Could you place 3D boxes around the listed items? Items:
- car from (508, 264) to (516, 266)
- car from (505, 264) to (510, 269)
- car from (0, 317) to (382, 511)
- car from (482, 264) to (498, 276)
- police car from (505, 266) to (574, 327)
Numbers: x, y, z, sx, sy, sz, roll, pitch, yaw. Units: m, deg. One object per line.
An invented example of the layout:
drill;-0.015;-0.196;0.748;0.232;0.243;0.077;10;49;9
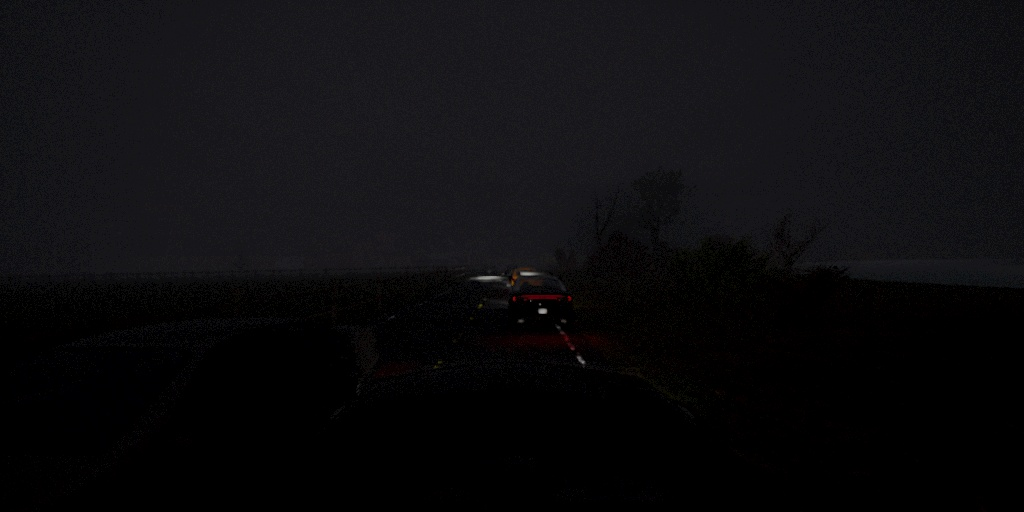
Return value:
car;0.819;1.473;22.054;1.882;1.535;5.008;0;-1;0
car;0.011;1.897;48.494;1.994;1.385;4.181;0;-1;1
car;-2.852;1.314;3.077;2.033;1.411;5.357;0;-1;0
car;-2.848;1.811;47.508;2.128;1.511;4.902;0;-1;0
police car;0.822;1.300;12.166;1.930;1.638;5.238;0;-1;0
